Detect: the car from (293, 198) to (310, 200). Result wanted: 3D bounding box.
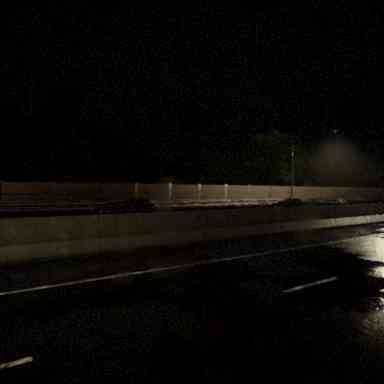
[{"bbox_3d":[14.676,1.570,40.223,4.181,1.385,1.994,0,0,-35],"label":"car"}]

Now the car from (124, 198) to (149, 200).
[{"bbox_3d":[-5.608,1.350,30.087,4.553,1.767,2.097,0,0,-36],"label":"car"}]

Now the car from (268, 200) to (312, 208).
[{"bbox_3d":[7.125,1.564,26.286,4.181,1.385,1.994,0,0,-36],"label":"car"}]

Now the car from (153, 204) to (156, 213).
[{"bbox_3d":[-5.131,1.562,26.126,4.181,1.385,1.994,0,0,-36],"label":"car"}]

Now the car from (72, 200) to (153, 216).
[{"bbox_3d":[-5.325,1.504,21.688,4.892,1.490,1.837,0,0,-36],"label":"car"}]

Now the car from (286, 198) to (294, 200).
[{"bbox_3d":[12.984,1.532,43.310,4.674,1.442,1.812,0,0,-36],"label":"car"}]

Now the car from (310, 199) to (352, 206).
[{"bbox_3d":[15.642,1.498,36.620,4.902,1.511,2.128,0,0,-35],"label":"car"}]
